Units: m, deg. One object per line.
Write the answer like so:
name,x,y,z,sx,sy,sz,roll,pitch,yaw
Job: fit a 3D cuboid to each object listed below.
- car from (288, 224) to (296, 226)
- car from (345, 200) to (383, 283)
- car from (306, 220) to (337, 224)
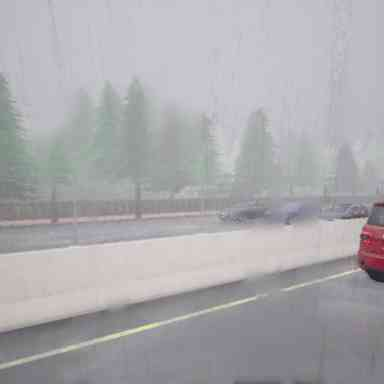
car,6.897,1.373,21.805,5.008,1.535,1.882,0,0,-35
car,6.376,1.165,8.293,5.566,2.045,2.150,0,0,-36
car,8.388,1.391,18.570,4.902,1.511,2.128,0,0,-35
